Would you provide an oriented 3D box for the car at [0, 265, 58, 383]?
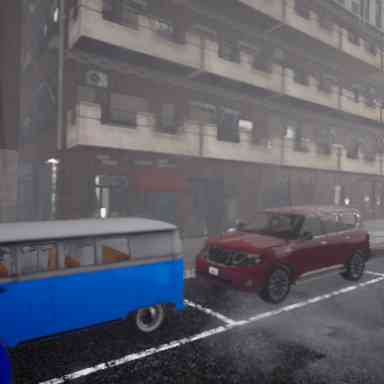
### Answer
[{"bbox_3d":[-3.253,1.480,0.934,5.008,1.535,1.882,0,0,-36],"label":"car"}]

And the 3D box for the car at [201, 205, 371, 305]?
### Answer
[{"bbox_3d":[2.499,1.308,8.321,5.009,1.841,2.192,0,1,-35],"label":"car"}]

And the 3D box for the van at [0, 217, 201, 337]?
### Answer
[{"bbox_3d":[-2.015,1.340,5.099,3.998,1.788,1.690,0,1,-35],"label":"van"}]
